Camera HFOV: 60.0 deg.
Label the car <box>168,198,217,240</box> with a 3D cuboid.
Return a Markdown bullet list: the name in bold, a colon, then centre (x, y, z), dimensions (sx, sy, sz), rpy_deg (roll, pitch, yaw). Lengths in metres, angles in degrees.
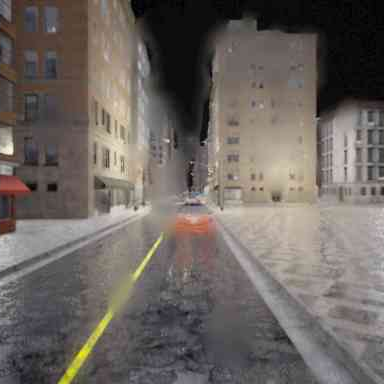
- **car**: centre (0.097, 1.329, 16.965), dimensions (2.097, 1.767, 4.553), rpy_deg (0, 0, 0)

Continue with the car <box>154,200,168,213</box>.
- **car**: centre (-3.018, 1.549, 36.689), dimensions (1.895, 1.301, 4.718), rpy_deg (0, 0, 0)
